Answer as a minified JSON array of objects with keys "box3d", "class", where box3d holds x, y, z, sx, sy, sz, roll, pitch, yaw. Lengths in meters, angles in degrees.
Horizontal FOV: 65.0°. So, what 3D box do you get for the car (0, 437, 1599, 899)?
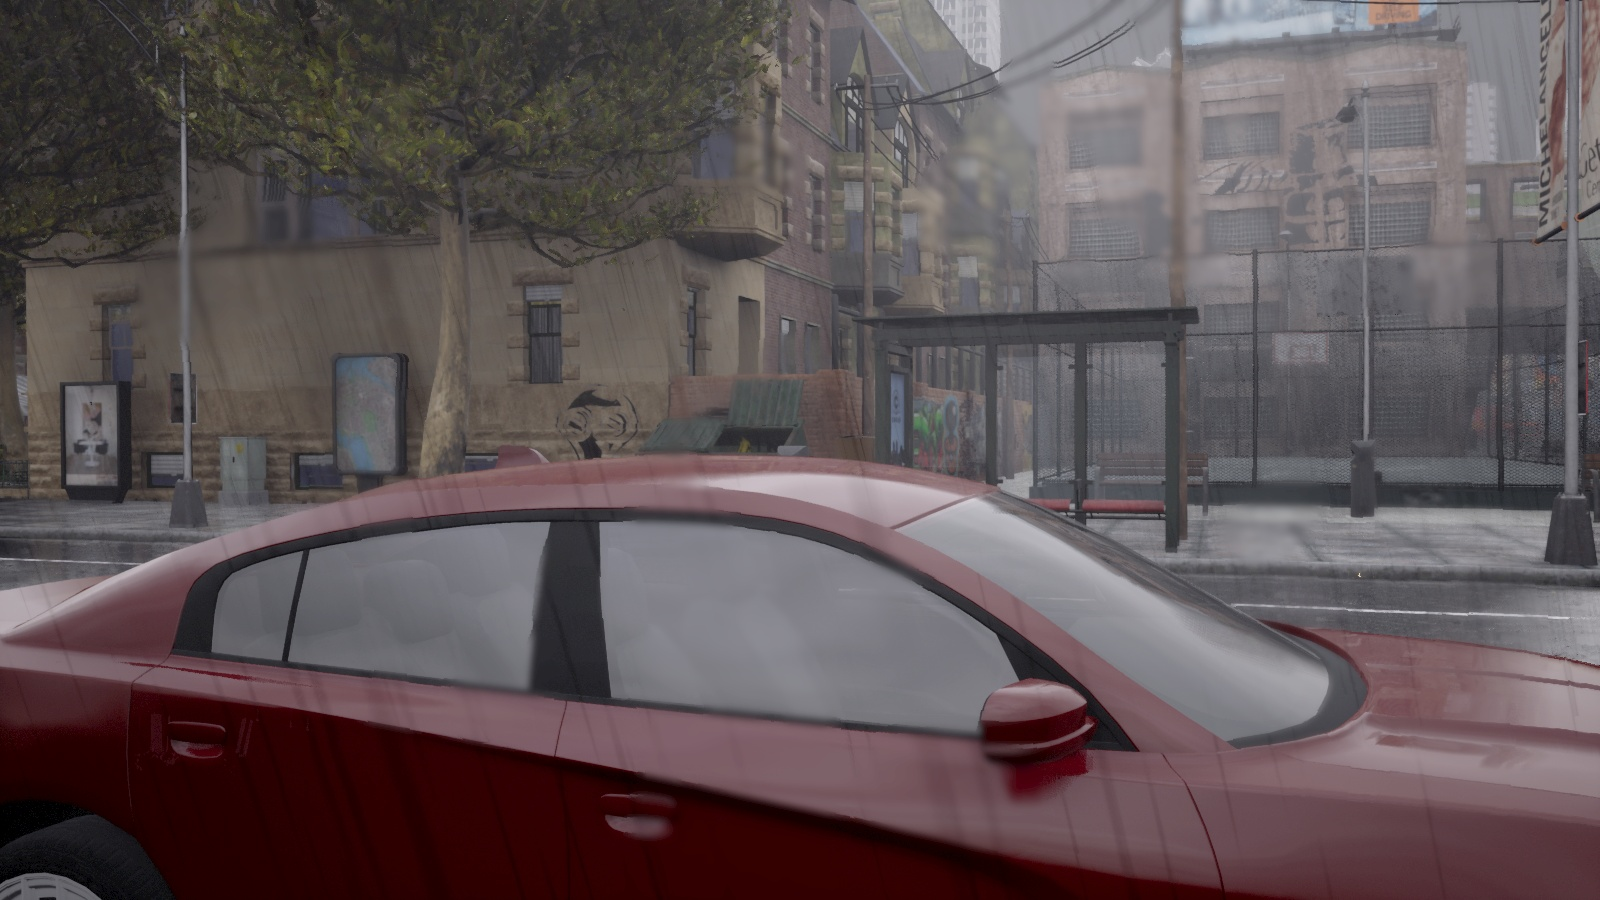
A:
[{"box3d":[0.026,0.754,3.152,5.008,1.535,1.882,1,1,18],"class":"car"}]
